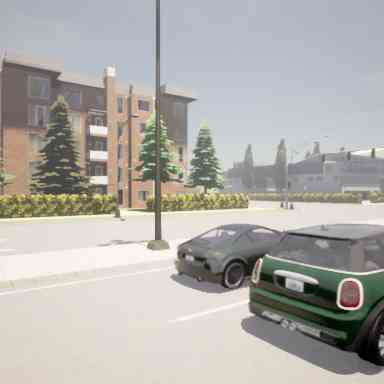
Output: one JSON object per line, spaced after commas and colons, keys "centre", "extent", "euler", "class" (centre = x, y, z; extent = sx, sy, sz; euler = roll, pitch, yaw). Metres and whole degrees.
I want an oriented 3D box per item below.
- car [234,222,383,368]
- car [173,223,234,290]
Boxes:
{"centre": [3.193, 1.352, 6.012], "extent": [4.553, 1.767, 2.097], "euler": [0, 0, -36], "class": "car"}
{"centre": [1.577, 1.564, 9.153], "extent": [4.181, 1.385, 1.994], "euler": [0, 0, -35], "class": "car"}
